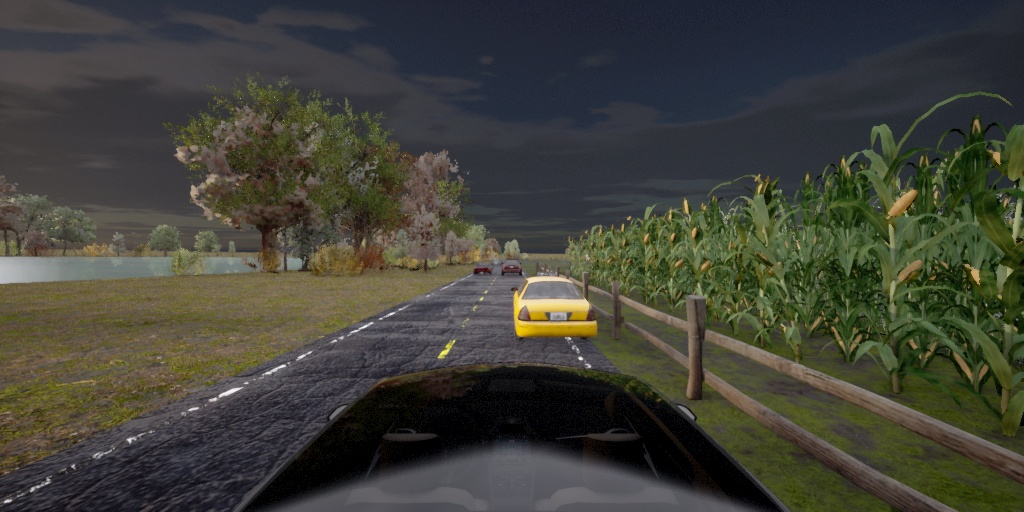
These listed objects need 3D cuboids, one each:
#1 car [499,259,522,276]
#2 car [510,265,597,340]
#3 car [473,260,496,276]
[{"bbox_3d":[-0.031,1.097,37.931,2.097,1.767,4.553,0,0,0],"label":"car"},{"bbox_3d":[0.938,1.204,9.861,1.801,1.575,5.366,0,0,0],"label":"car"},{"bbox_3d":[-2.957,1.345,37.141,1.895,1.301,4.718,0,0,0],"label":"car"}]
